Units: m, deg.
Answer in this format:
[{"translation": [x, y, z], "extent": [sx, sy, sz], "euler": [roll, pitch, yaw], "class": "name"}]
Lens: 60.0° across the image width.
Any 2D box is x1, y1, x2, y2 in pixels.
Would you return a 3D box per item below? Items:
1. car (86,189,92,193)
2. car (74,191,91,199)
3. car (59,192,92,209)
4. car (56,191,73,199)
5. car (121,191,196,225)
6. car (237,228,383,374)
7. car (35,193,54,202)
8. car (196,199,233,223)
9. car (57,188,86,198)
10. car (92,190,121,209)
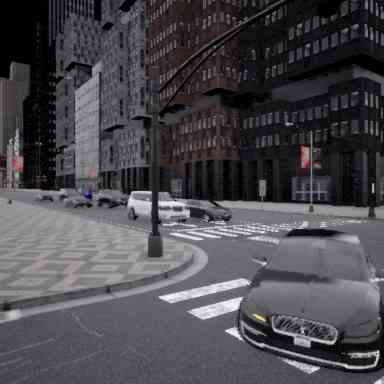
[{"translation": [-18.746, 0.416, 56.496], "extent": [2.150, 2.045, 5.566], "euler": [0, 1, -36], "class": "car"}, {"translation": [-21.885, 0.563, 66.395], "extent": [1.812, 1.442, 4.674], "euler": [0, 1, -36], "class": "car"}, {"translation": [-12.531, 1.052, 36.438], "extent": [2.033, 1.411, 5.357], "euler": [0, 1, -36], "class": "car"}, {"translation": [-24.955, 0.532, 65.093], "extent": [1.837, 1.490, 4.892], "euler": [0, 1, -36], "class": "car"}, {"translation": [-2.412, 0.971, 22.403], "extent": [2.150, 2.045, 5.566], "euler": [0, 1, -36], "class": "car"}, {"translation": [2.345, 1.506, 6.076], "extent": [1.837, 1.490, 4.892], "euler": [3, 1, 26], "class": "car"}, {"translation": [-22.377, 0.798, 50.225], "extent": [2.033, 1.411, 5.357], "euler": [0, 1, -35], "class": "car"}, {"translation": [0.810, 1.264, 23.502], "extent": [1.837, 1.490, 4.892], "euler": [0, 1, -36], "class": "car"}, {"translation": [-18.380, 0.505, 50.205], "extent": [2.150, 2.045, 5.566], "euler": [0, 1, -35], "class": "car"}, {"translation": [-8.669, 0.755, 36.632], "extent": [2.150, 2.045, 5.566], "euler": [0, 0, -36], "class": "car"}]
